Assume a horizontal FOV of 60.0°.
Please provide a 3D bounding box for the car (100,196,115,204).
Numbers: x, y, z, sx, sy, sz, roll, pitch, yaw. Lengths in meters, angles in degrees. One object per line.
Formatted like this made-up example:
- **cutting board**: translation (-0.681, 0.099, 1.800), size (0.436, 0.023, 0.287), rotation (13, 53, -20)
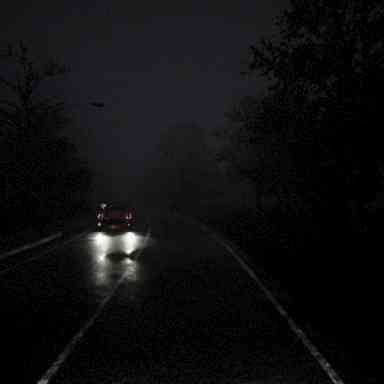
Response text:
- **car**: translation (-15.509, 1.512, 60.808), size (1.895, 1.301, 4.718), rotation (2, -1, -23)

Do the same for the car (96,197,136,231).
- **car**: translation (-4.606, 1.371, 20.713), size (2.097, 1.767, 4.553), rotation (0, 0, -7)
